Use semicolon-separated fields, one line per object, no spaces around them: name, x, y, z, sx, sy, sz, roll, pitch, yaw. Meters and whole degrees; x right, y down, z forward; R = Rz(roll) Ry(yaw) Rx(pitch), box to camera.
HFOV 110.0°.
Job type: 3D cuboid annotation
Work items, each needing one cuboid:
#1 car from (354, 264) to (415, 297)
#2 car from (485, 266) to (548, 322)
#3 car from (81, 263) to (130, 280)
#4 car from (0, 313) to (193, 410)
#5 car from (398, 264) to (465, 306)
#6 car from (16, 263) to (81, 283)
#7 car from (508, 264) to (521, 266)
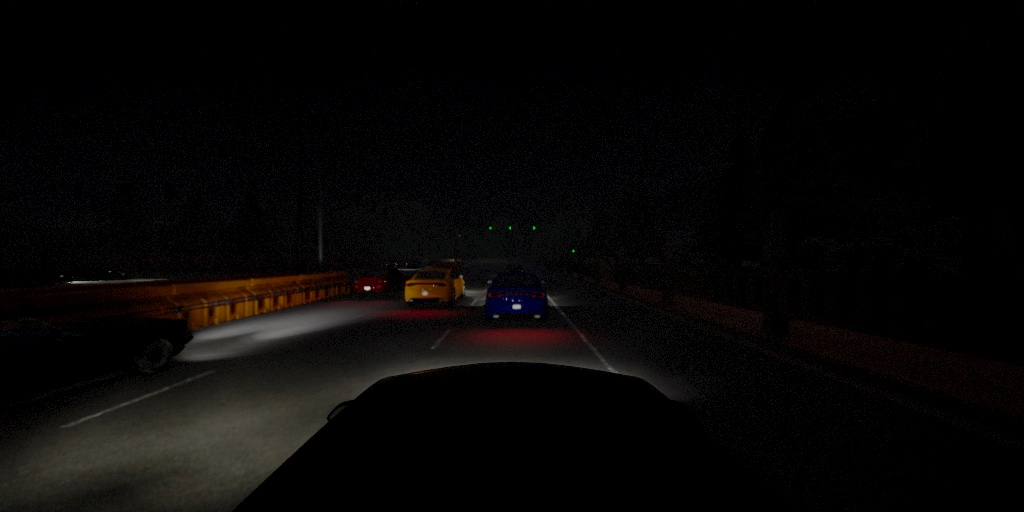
car;-6.824;1.353;19.258;1.812;1.442;4.674;0;0;0
car;0.145;1.276;12.486;1.882;1.535;5.008;0;0;0
car;-37.319;1.374;32.173;4.902;1.511;2.128;0;0;0
car;-6.887;1.362;4.509;1.895;1.301;4.718;0;0;0
car;-3.337;1.292;16.277;1.882;1.535;5.008;0;0;0
car;-37.977;1.431;28.671;4.181;1.385;1.994;0;0;0
car;0.247;1.456;33.294;1.994;1.385;4.181;0;0;0
